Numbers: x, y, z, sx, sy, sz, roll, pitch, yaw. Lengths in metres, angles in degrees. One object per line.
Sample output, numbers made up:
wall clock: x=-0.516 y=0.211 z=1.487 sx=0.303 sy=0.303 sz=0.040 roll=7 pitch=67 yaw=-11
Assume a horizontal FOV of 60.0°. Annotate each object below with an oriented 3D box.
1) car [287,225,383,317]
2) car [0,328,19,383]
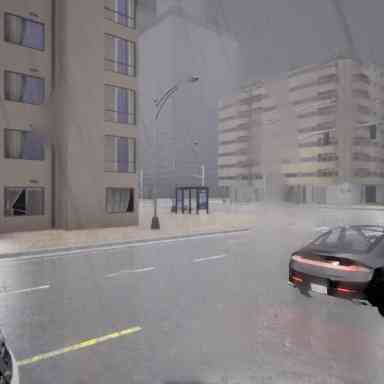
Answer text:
car: x=4.125 y=1.493 z=7.393 sx=4.902 sy=1.511 sz=2.128 roll=0 pitch=0 yaw=-39
car: x=-3.809 y=1.221 z=1.326 sx=5.566 sy=2.045 sz=2.150 roll=0 pitch=0 yaw=-32
